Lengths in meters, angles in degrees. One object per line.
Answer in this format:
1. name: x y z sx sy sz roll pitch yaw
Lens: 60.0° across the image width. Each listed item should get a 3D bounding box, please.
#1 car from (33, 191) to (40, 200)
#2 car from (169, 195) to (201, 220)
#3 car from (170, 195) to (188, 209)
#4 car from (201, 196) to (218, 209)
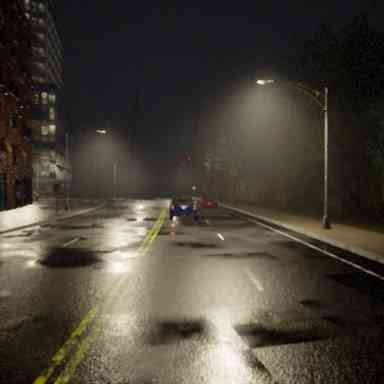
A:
1. car: -27.177 0.546 54.470 4.097 1.590 1.967 1 0 -13
2. car: -0.657 1.106 25.421 2.097 1.767 4.553 0 1 -2
3. car: -1.534 1.122 38.511 1.837 1.490 4.892 0 0 -5
4. car: 1.749 1.181 38.217 1.994 1.385 4.181 0 1 -4
